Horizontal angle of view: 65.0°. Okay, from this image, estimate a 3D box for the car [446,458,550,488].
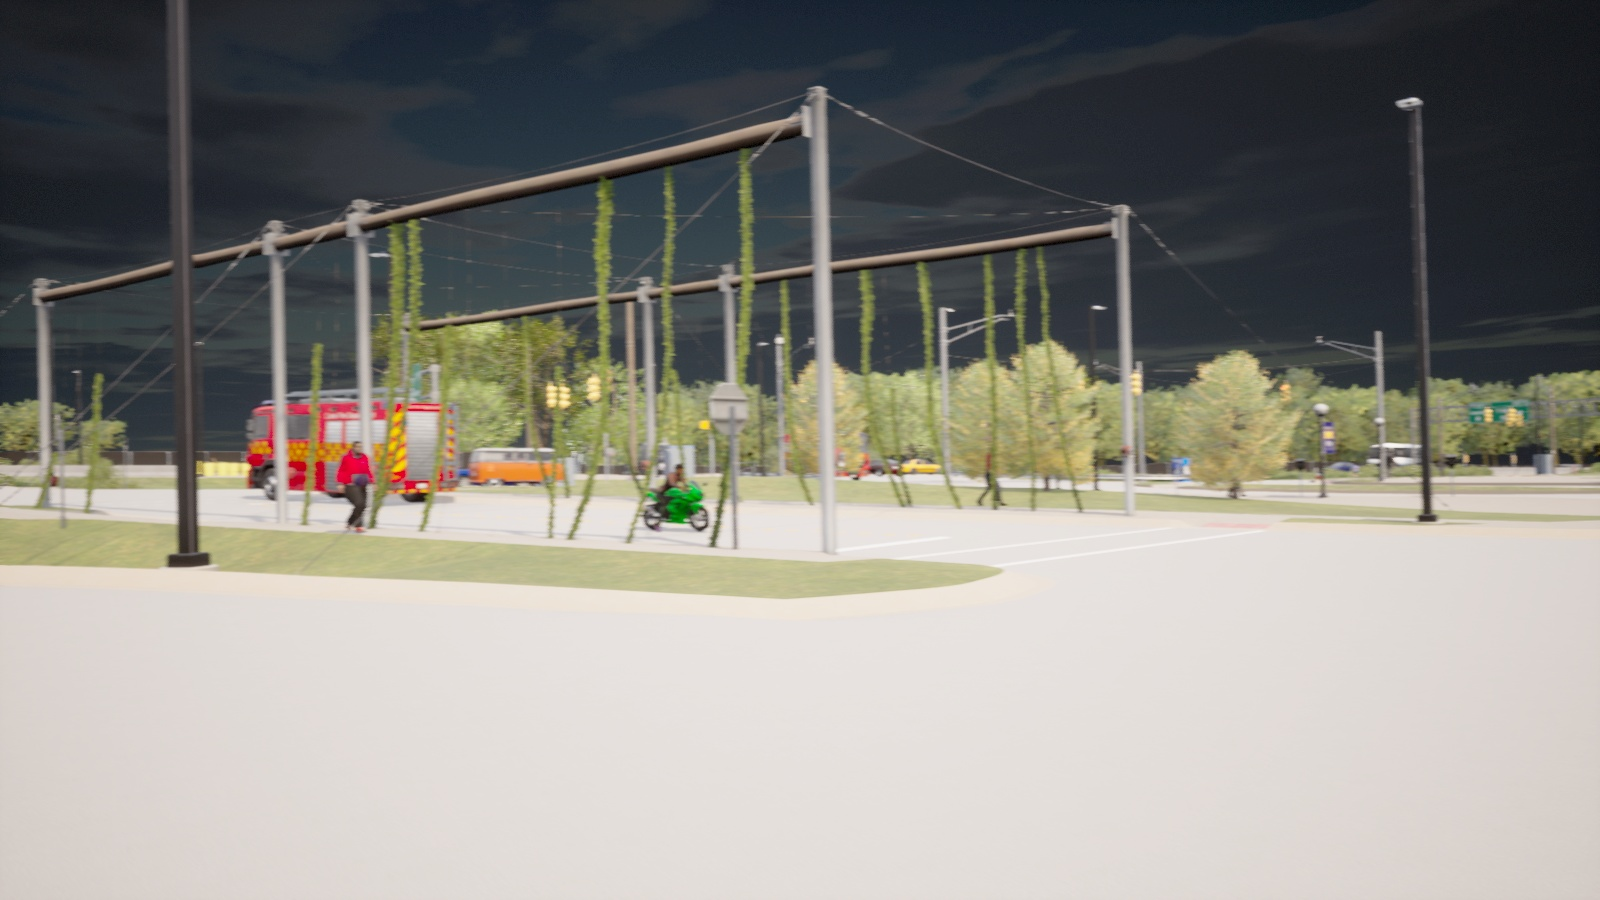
[{"bbox_3d":[-15.834,1.230,65.916,5.008,1.535,1.882,1,-2,-28],"label":"car"}]

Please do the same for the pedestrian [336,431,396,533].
[{"bbox_3d":[-8.073,0.591,23.354,0.899,1.844,0.634,-2,-1,38],"label":"pedestrian"}]

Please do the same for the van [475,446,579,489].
[{"bbox_3d":[-12.930,0.845,59.534,4.442,1.987,1.775,1,-2,-29],"label":"van"}]

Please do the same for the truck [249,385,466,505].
[{"bbox_3d":[-15.517,-0.175,43.701,8.468,3.827,2.891,0,0,37],"label":"truck"}]

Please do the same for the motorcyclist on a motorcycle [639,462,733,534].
[{"bbox_3d":[-2.551,1.038,27.948,2.044,1.523,0.797,0,0,36],"label":"motorcyclist on a motorcycle"}]

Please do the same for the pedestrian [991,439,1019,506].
[{"bbox_3d":[5.687,0.628,34.845,0.636,1.846,0.331,-2,-1,37],"label":"pedestrian"}]

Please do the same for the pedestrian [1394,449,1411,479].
[{"bbox_3d":[38.372,0.907,80.014,0.849,1.883,0.563,-1,-1,-30],"label":"pedestrian"}]

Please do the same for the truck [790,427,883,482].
[{"bbox_3d":[2.537,0.271,90.925,2.891,3.827,8.468,0,0,-28],"label":"truck"}]
